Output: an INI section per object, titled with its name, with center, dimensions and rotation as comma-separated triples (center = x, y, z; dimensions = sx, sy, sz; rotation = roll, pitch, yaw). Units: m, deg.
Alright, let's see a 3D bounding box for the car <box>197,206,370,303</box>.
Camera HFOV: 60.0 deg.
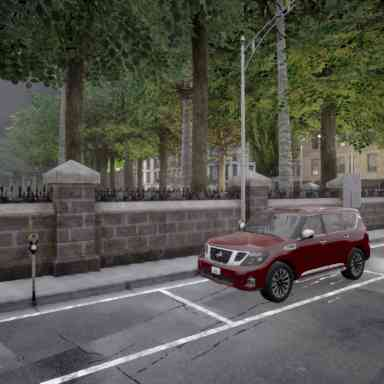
[car]
center = 2.532, 1.314, 8.398
dimensions = 5.009, 1.841, 2.192
rotation = 0, 0, -36
